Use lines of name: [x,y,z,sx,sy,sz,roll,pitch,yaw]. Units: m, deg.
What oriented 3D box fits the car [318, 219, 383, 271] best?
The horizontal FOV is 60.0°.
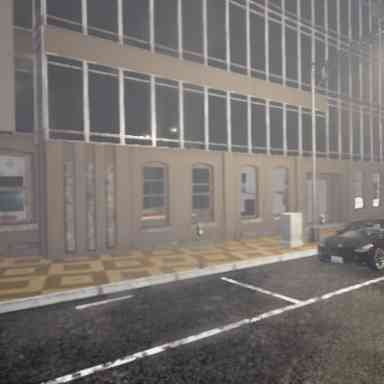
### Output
car: [5.927,1.562,10.817,4.313,1.339,1.947,0,-1,-36]
